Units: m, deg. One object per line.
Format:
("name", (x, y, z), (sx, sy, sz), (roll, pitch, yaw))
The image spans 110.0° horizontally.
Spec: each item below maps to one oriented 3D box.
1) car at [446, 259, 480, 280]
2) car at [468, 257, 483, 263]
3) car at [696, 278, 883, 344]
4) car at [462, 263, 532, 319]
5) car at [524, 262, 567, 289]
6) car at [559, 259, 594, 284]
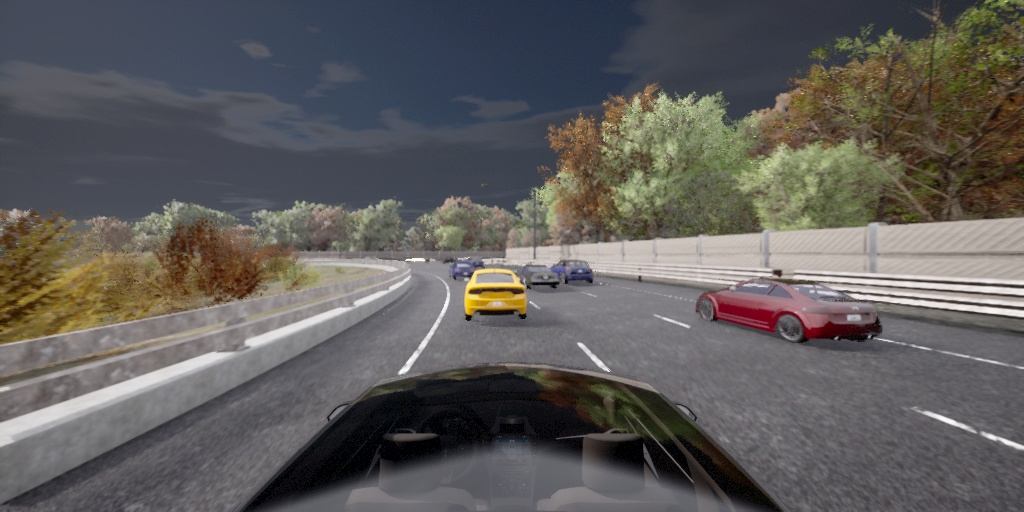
("car", (-4.261, 1.214, 30.381), (1.812, 1.442, 4.674), (0, 0, -15))
("car", (-5.850, 0.984, 53.899), (2.097, 1.767, 4.553), (0, 0, -23))
("car", (6.935, 1.271, 9.565), (1.994, 1.385, 4.181), (0, 0, -9))
("car", (-0.676, 1.201, 12.720), (1.882, 1.535, 5.008), (0, 0, -6))
("car", (1.367, 1.239, 22.357), (2.033, 1.411, 5.357), (0, 0, -12))
("car", (4.082, 1.025, 25.906), (2.097, 1.767, 4.553), (0, 0, -12))
